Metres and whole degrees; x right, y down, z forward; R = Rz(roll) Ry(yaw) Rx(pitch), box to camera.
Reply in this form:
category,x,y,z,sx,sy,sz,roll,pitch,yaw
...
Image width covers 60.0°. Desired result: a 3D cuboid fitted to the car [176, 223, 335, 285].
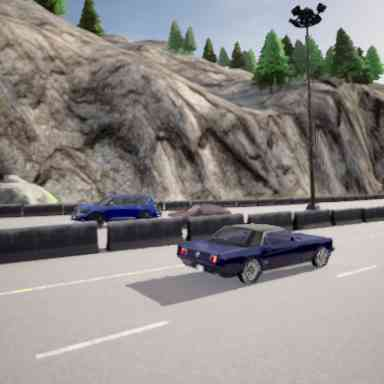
category,x,y,z,sx,sy,sz,roll,pitch,yaw
car,2.005,1.578,9.472,4.718,1.301,1.895,0,0,-35

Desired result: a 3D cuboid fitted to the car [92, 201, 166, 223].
category,x,y,z,sx,sy,sz,roll,pitch,yaw
car,-4.910,1.513,26.223,5.357,1.411,2.033,0,0,-35

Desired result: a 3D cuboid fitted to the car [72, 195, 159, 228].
category,x,y,z,sx,sy,sz,roll,pitch,yaw
car,-4.931,1.197,21.929,5.566,2.045,2.150,0,0,-35

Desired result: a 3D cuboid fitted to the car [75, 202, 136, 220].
category,x,y,z,sx,sy,sz,roll,pitch,yaw
car,-7.426,1.568,28.731,4.718,1.301,1.895,0,0,-35

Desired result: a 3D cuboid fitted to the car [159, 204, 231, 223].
category,x,y,z,sx,sy,sz,roll,pitch,yaw
car,0.517,1.484,21.474,4.674,1.442,1.812,0,0,-35
